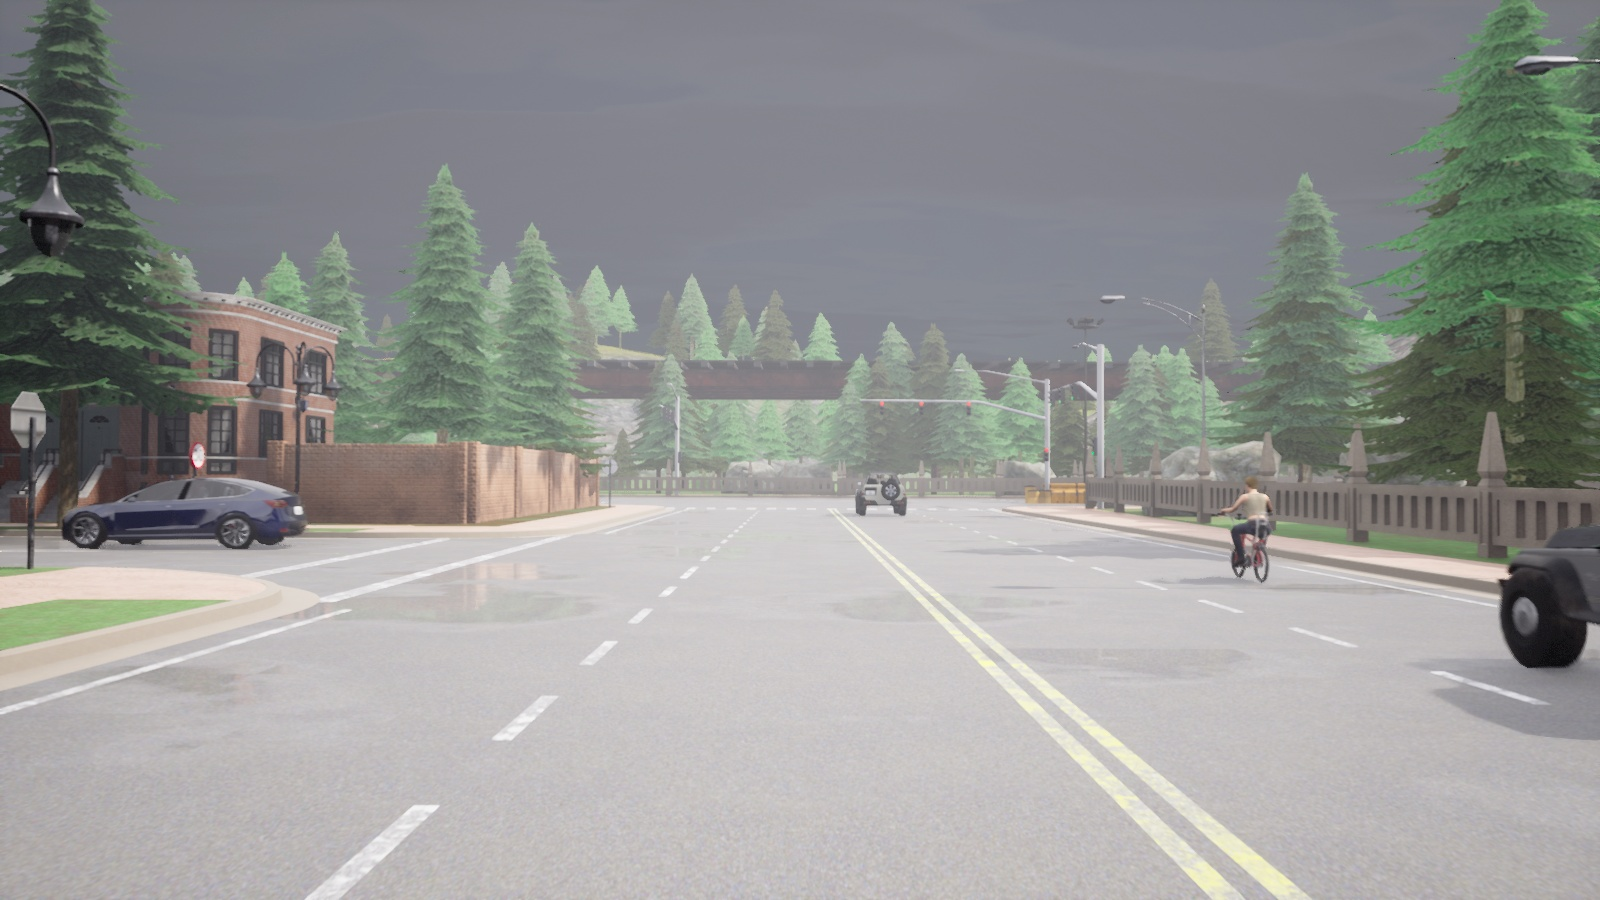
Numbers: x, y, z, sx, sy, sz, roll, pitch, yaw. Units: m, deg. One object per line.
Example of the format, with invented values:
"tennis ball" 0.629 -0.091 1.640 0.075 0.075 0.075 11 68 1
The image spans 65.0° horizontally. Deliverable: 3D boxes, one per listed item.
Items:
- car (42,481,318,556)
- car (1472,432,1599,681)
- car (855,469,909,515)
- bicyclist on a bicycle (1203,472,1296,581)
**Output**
"car" -13.023 1.421 26.630 4.792 1.488 2.163 0 -1 -1
"car" 6.976 0.795 9.292 1.905 1.878 3.866 0 -1 0
"car" 3.368 1.776 52.573 1.932 1.855 4.605 0 -2 0
"bicyclist on a bicycle" 6.956 1.160 19.507 0.866 1.612 1.509 0 -1 0
